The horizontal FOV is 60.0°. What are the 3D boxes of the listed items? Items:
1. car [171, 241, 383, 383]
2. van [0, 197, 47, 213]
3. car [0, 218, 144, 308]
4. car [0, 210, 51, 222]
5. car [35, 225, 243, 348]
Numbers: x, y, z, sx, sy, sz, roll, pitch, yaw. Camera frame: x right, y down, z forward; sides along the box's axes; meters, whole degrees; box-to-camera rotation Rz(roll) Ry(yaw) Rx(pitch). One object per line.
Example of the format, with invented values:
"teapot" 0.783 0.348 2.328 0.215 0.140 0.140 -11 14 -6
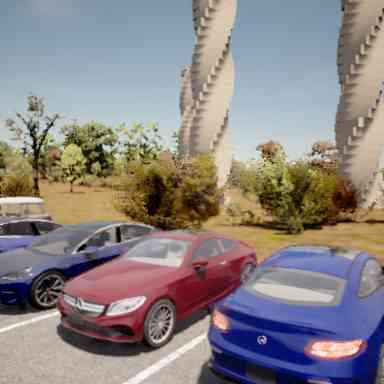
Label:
"car" 1.969 1.516 4.965 2.002 1.452 4.674 0 0 35
"van" -6.932 1.193 11.456 1.878 1.987 4.442 1 0 35
"car" -2.536 1.485 8.142 2.163 1.488 4.792 0 0 35
"car" -4.742 1.467 9.788 2.163 1.488 4.792 0 0 35
"car" -0.271 1.507 6.568 2.002 1.452 4.674 0 0 35
